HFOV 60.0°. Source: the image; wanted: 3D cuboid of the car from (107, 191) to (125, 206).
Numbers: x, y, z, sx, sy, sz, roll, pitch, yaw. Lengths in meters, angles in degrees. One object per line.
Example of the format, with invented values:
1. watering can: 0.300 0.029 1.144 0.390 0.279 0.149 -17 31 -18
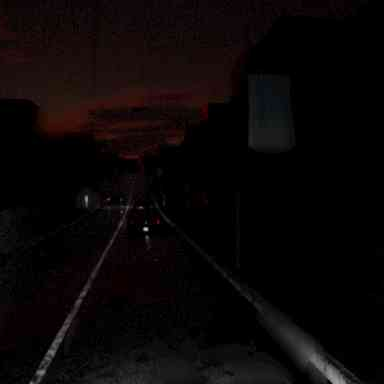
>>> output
1. car: -9.891 0.795 43.307 2.097 1.767 4.553 -1 3 -9

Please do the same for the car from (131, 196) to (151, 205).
1. car: -5.625 1.244 36.971 1.837 1.490 4.892 -1 2 -9

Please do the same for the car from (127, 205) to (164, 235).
1. car: -2.751 1.641 19.287 1.895 1.301 4.718 -1 -1 -9
